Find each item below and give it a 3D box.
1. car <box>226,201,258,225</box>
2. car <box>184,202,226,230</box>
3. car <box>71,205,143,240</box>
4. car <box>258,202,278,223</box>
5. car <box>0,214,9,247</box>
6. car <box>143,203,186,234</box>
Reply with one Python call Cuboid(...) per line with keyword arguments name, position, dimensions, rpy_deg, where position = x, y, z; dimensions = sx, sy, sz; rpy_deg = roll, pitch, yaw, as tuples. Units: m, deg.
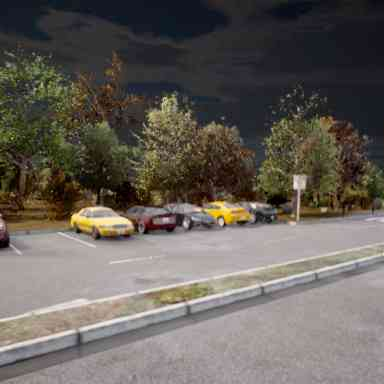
Cuboid(name="car", position=(1.739, 1.438, 22.586), dimensions=(2.097, 1.535, 5.008), rpy_deg=(-1, 0, -36))
Cuboid(name="car", position=(-0.499, 1.460, 20.983), dimensions=(2.231, 1.521, 4.892), rpy_deg=(-1, 0, -36))
Cuboid(name="car", position=(-4.852, 1.491, 17.599), dimensions=(1.946, 1.575, 5.366), rpy_deg=(0, 0, -36))
Cuboid(name="car", position=(3.972, 1.416, 24.199), dimensions=(2.231, 1.521, 4.892), rpy_deg=(-1, 0, -36))
Cuboid(name="car", position=(-9.403, 1.391, 14.499), dimensions=(2.185, 1.767, 4.553), rpy_deg=(0, 0, -36))
Cuboid(name="car", position=(-2.741, 1.510, 19.390), dimensions=(2.163, 1.488, 4.792), rpy_deg=(0, 0, -36))
